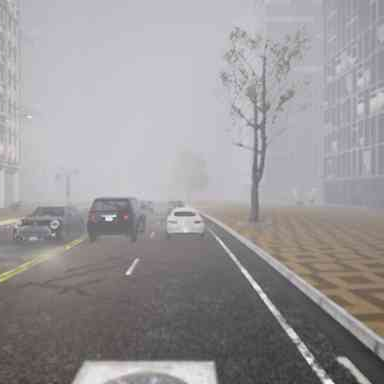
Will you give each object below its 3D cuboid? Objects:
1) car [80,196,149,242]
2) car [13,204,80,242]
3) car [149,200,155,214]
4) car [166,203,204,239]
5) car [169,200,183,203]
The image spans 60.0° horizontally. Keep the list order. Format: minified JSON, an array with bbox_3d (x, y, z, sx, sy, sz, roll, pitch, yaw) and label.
[{"bbox_3d":[-3.601,1.231,16.625,2.150,2.045,5.566,0,0,-3],"label":"car"},{"bbox_3d":[-6.911,1.418,16.477,2.097,1.767,4.553,0,0,-3],"label":"car"},{"bbox_3d":[-5.059,1.573,36.309,2.033,1.411,5.357,0,0,-6],"label":"car"},{"bbox_3d":[-0.397,1.532,17.441,1.812,1.442,4.674,0,0,-3],"label":"car"},{"bbox_3d":[-1.707,1.567,35.440,2.033,1.411,5.357,0,0,-6],"label":"car"}]
